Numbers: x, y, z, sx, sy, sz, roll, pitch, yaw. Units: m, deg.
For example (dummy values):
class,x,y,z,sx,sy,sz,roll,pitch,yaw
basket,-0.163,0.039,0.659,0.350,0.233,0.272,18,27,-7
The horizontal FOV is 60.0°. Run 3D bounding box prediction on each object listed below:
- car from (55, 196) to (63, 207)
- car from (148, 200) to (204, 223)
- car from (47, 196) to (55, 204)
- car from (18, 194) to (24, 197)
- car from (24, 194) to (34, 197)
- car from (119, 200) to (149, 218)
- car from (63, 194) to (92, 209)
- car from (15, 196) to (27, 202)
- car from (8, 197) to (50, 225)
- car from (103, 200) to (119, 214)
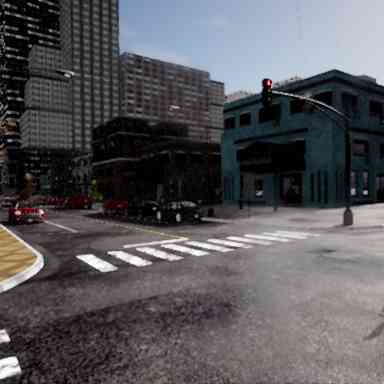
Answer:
class,x,y,z,sx,sy,sz,roll,pitch,yaw
car,-17.389,1.324,46.702,1.967,1.590,4.097,-1,1,-35
car,-0.946,1.309,23.121,2.008,1.369,4.403,-1,1,-35
car,-23.755,1.374,55.796,1.967,1.590,4.097,-1,1,-35
car,-39.568,1.372,78.607,2.192,1.841,5.009,-1,1,-35
car,-33.336,1.533,69.624,1.752,1.417,4.829,-1,1,-35
car,-4.069,1.348,27.627,1.947,1.339,4.313,-1,1,-35
car,-14.202,1.174,42.158,2.192,1.841,5.009,-1,1,-35
car,-42.725,1.633,83.171,2.008,1.369,4.403,-1,1,-35
car,-11.773,1.367,23.574,1.967,1.590,4.097,-1,1,-35
car,-7.191,1.387,32.130,1.802,1.307,4.206,-1,1,-35
